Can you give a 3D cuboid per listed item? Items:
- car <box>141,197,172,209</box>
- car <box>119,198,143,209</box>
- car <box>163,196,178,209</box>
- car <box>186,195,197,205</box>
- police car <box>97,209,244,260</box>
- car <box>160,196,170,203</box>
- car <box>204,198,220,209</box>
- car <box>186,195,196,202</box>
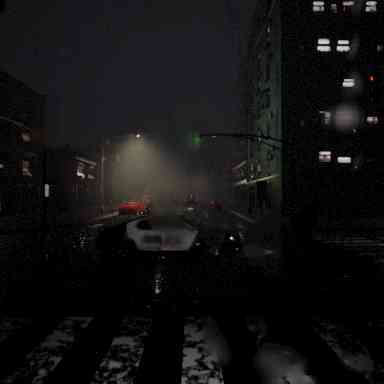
[{"bbox_3d":[-3.164,1.512,30.414,1.837,1.490,4.892,0,0,0],"label":"car"},{"bbox_3d":[-5.830,1.553,31.907,1.887,1.381,4.507,1,0,0],"label":"car"},{"bbox_3d":[-3.184,1.488,42.052,1.882,1.535,5.008,0,0,0],"label":"car"},{"bbox_3d":[-0.143,1.562,59.591,2.033,1.411,5.357,0,0,0],"label":"car"},{"bbox_3d":[-0.712,1.511,11.855,4.974,1.542,2.038,0,0,0],"label":"police car"},{"bbox_3d":[-5.850,1.601,71.709,1.802,1.307,4.206,1,0,0],"label":"car"},{"bbox_3d":[2.601,1.450,43.357,1.967,1.590,4.097,1,0,0],"label":"car"},{"bbox_3d":[-0.169,1.390,70.017,2.033,1.411,5.357,0,0,0],"label":"car"}]
